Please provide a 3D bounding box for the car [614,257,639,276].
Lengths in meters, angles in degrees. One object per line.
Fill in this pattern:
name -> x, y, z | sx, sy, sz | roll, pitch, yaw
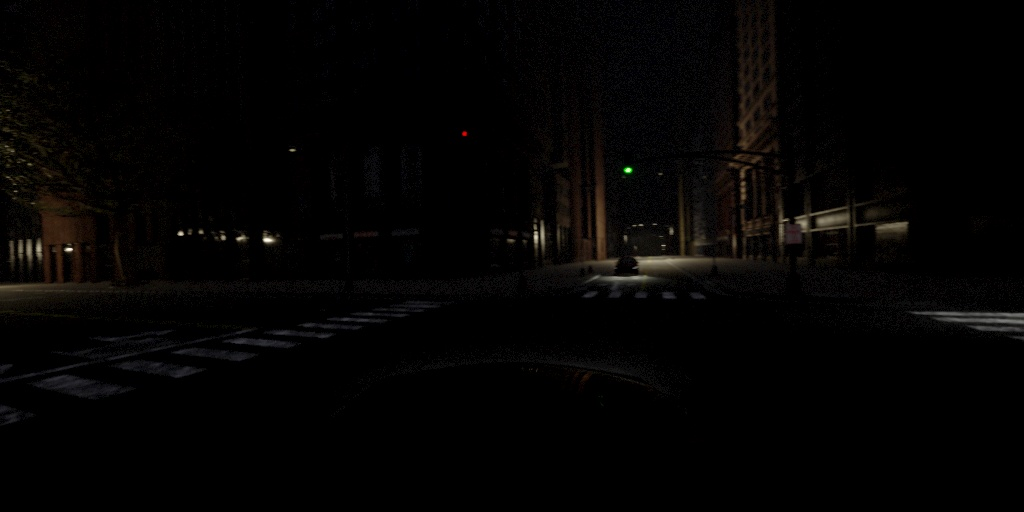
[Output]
car -> 10.104, 0.852, 31.444 | 1.882, 1.535, 5.008 | -2, 0, 21
